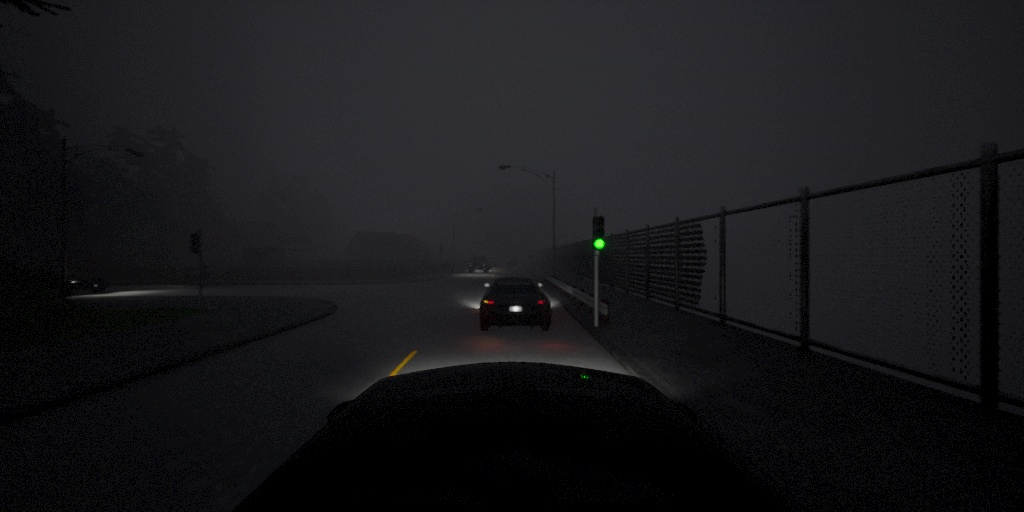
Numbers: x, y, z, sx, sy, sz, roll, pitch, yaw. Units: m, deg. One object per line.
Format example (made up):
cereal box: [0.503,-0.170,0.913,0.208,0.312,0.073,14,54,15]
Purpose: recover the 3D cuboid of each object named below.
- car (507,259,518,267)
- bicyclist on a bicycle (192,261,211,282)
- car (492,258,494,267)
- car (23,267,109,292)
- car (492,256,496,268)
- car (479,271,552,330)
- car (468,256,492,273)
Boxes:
car: [0.076,1.307,65.481,2.128,1.511,4.902,0,0,0]
bicyclist on a bicycle: [-23.805,1.125,27.496,0.582,1.620,1.656,0,0,0]
car: [-4.102,1.330,54.580,1.812,1.442,4.674,0,0,0]
car: [-24.508,1.294,19.102,4.674,1.442,1.812,0,0,0]
car: [-4.028,1.036,65.320,2.150,2.045,5.566,0,0,0]
car: [0.054,1.324,11.187,1.994,1.385,4.181,0,0,-1]
car: [-4.117,1.016,44.663,2.150,2.045,5.566,0,0,0]
